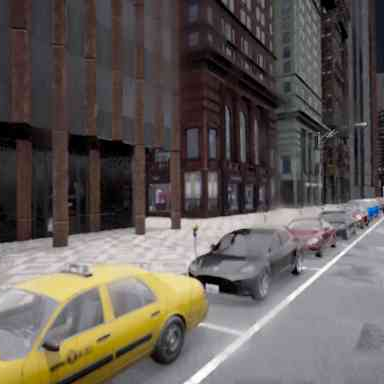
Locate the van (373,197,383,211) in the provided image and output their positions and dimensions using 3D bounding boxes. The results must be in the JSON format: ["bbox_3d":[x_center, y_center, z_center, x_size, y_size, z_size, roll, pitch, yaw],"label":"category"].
[{"bbox_3d":[26.404,1.677,46.437,1.690,1.788,3.998,-1,-1,33],"label":"van"}]

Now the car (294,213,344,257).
[{"bbox_3d":[4.709,1.700,13.482,1.802,1.307,4.206,-1,-1,33],"label":"car"}]

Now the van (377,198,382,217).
[{"bbox_3d":[17.106,1.580,32.315,1.690,1.788,3.998,-1,-1,33],"label":"van"}]

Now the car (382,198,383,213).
[{"bbox_3d":[23.305,1.618,41.731,2.192,1.841,5.009,-1,-1,33],"label":"car"}]

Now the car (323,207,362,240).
[{"bbox_3d":[7.809,1.713,18.190,1.947,1.339,4.313,-1,-1,33],"label":"car"}]

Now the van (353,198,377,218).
[{"bbox_3d":[14.006,1.549,27.608,1.690,1.788,3.998,-1,-1,33],"label":"van"}]

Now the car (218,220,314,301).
[{"bbox_3d":[1.609,1.656,8.774,1.947,1.339,4.313,-1,-1,33],"label":"car"}]

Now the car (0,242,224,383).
[{"bbox_3d":[-1.584,1.587,3.925,1.752,1.417,4.829,-1,-1,33],"label":"car"}]

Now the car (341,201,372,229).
[{"bbox_3d":[10.907,1.617,22.899,1.967,1.590,4.097,-1,-1,33],"label":"car"}]
